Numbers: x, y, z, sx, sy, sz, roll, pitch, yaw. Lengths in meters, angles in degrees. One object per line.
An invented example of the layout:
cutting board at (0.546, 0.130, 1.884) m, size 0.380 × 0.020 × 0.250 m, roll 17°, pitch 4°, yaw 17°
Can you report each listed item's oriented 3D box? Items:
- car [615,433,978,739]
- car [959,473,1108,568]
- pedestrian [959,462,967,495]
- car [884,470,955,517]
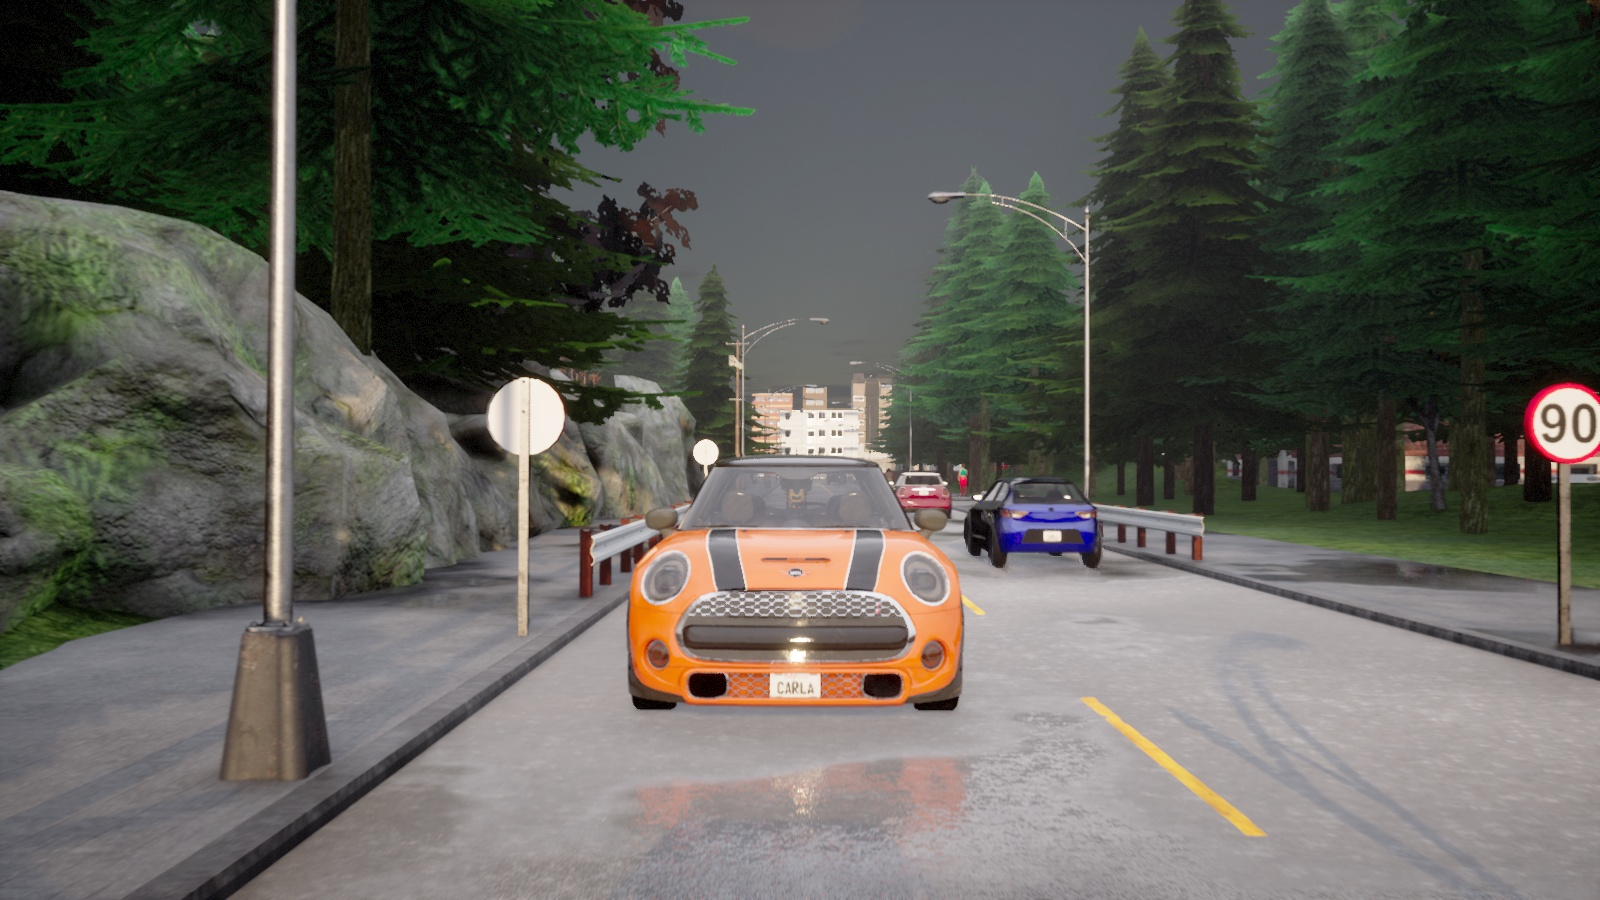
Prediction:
car at (-0.024, 0.822, 9.556) m, size 2.097 × 1.767 × 4.553 m, roll 0°, pitch -1°, yaw 0°
car at (3.948, 1.155, 21.910) m, size 1.816 × 1.474 × 4.193 m, roll 0°, pitch -1°, yaw 0°
pedestrian at (8.973, 1.573, 69.098) m, size 0.345 × 1.836 × 0.594 m, roll 0°, pitch -1°, yaw -2°
car at (3.921, 1.418, 41.720) m, size 1.970 × 1.475 × 3.806 m, roll 0°, pitch -1°, yaw 0°
